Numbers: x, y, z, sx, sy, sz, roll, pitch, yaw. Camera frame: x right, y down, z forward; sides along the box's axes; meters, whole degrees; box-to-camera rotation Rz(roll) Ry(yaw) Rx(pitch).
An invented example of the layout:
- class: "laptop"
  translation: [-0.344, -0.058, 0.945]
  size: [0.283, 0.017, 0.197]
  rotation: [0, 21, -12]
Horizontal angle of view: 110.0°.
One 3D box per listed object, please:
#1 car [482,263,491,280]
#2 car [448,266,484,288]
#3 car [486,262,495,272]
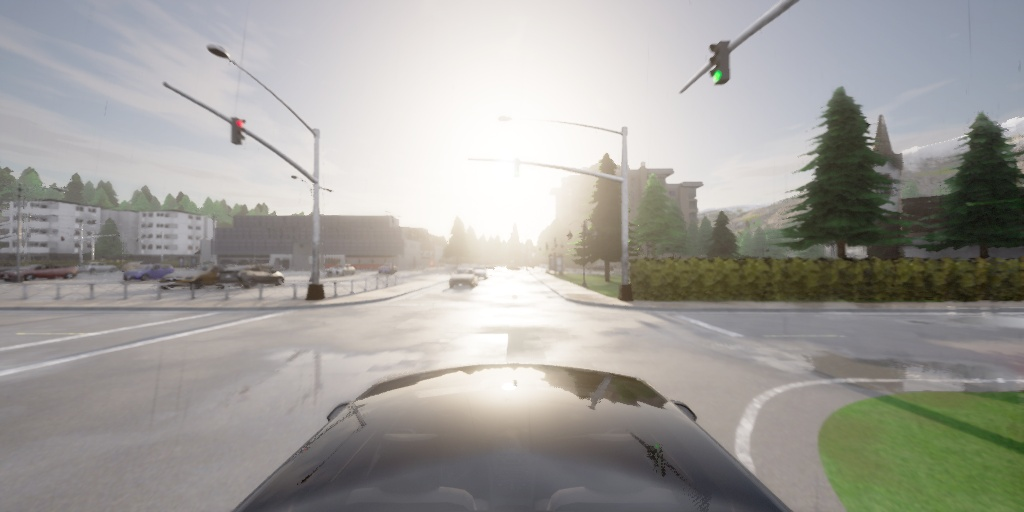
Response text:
- class: "car"
  translation: [-3.609, 1.798, 38.797]
  size: [1.812, 1.442, 4.674]
  rotation: [0, -1, 0]
- class: "car"
  translation: [-3.611, 1.664, 27.798]
  size: [2.033, 1.411, 5.357]
  rotation: [0, -1, 0]
- class: "car"
  translation: [-3.529, 1.652, 53.904]
  size: [1.994, 1.385, 4.181]
  rotation: [0, -1, 0]
